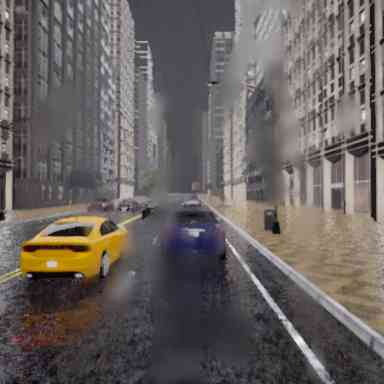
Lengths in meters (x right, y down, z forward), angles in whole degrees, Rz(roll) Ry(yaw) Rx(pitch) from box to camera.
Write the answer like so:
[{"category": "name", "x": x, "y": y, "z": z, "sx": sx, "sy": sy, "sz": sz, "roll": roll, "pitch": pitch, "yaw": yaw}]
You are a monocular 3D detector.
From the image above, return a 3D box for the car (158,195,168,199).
[{"category": "car", "x": -6.642, "y": 1.357, "z": 76.829, "sx": 1.994, "sy": 1.385, "sz": 4.181, "roll": 0, "pitch": 0, "yaw": 0}]

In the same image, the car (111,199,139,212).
[{"category": "car", "x": -6.659, "y": 1.492, "z": 35.016, "sx": 2.128, "sy": 1.511, "sz": 4.902, "roll": 0, "pitch": 0, "yaw": 0}]

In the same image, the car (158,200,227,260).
[{"category": "car", "x": 0.069, "y": 1.349, "z": 12.574, "sx": 2.097, "sy": 1.767, "sz": 4.553, "roll": 0, "pitch": 0, "yaw": 0}]

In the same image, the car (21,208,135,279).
[{"category": "car", "x": -3.181, "y": 1.477, "z": 10.031, "sx": 1.882, "sy": 1.535, "sz": 5.008, "roll": 0, "pitch": 0, "yaw": 0}]

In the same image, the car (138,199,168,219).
[{"category": "car", "x": -3.210, "y": 1.563, "z": 29.288, "sx": 1.994, "sy": 1.385, "sz": 4.181, "roll": 0, "pitch": 0, "yaw": 0}]

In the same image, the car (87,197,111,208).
[{"category": "car", "x": -9.909, "y": 1.354, "z": 36.442, "sx": 2.097, "sy": 1.767, "sz": 4.553, "roll": 0, "pitch": 0, "yaw": 0}]

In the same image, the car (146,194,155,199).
[{"category": "car", "x": -9.896, "y": 1.273, "z": 79.047, "sx": 1.837, "sy": 1.490, "sz": 4.892, "roll": 0, "pitch": 0, "yaw": 0}]

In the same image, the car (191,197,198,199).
[{"category": "car", "x": 0.041, "y": 1.475, "z": 30.418, "sx": 1.882, "sy": 1.535, "sz": 5.008, "roll": 0, "pitch": 0, "yaw": 0}]
